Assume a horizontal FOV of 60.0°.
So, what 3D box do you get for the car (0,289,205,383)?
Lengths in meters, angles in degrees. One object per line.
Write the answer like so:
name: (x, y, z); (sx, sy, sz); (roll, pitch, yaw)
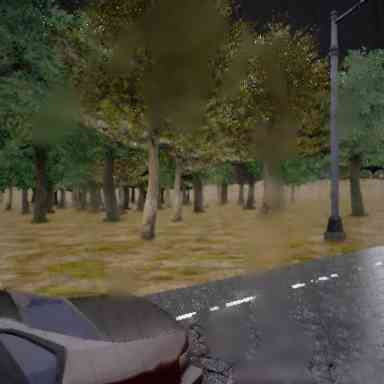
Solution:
car: (-2.454, 1.555, 2.243); (5.357, 1.411, 2.033); (-1, 0, -36)
